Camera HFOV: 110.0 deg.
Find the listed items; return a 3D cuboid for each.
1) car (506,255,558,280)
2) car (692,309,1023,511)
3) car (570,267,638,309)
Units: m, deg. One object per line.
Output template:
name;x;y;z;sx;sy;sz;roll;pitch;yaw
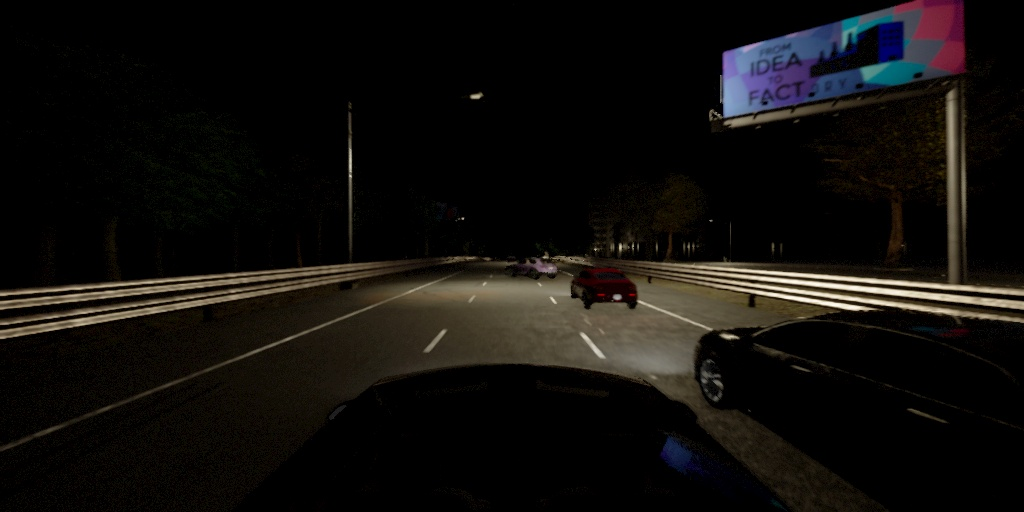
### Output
car;1.455;0.917;27.793;2.033;1.649;4.856;0;1;-38
car;3.499;1.245;3.214;1.837;1.490;4.892;0;0;0
car;3.500;1.168;14.210;1.812;1.442;4.674;0;1;0
